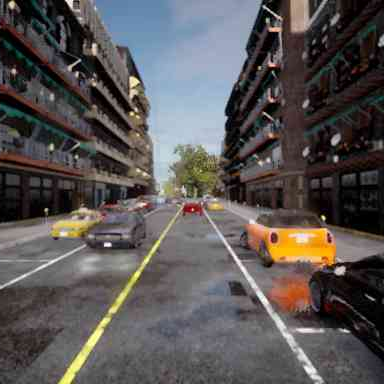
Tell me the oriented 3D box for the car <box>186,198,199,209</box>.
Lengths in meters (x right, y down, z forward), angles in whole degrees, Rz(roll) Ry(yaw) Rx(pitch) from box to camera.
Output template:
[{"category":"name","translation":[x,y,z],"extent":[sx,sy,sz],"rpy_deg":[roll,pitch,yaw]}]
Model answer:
[{"category":"car","translation":[0.057,1.575,47.682],"extent":[1.812,1.442,4.674],"rpy_deg":[0,0,1]}]

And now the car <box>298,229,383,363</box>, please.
[{"category":"car","translation":[3.148,1.530,4.535],"extent":[1.812,1.442,4.674],"rpy_deg":[0,0,0]}]

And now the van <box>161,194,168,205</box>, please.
[{"category":"van","translation":[-5.677,1.409,62.598],"extent":[1.690,1.788,3.998],"rpy_deg":[1,0,0]}]

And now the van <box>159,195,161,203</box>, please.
[{"category":"van","translation":[-5.676,1.388,45.613],"extent":[1.690,1.788,3.998],"rpy_deg":[1,0,0]}]

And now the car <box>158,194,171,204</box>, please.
[{"category":"car","translation":[-5.676,1.391,68.259],"extent":[2.192,1.841,5.009],"rpy_deg":[1,0,0]}]

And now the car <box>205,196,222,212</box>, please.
[{"category":"car","translation":[2.702,1.566,40.083],"extent":[1.752,1.417,4.829],"rpy_deg":[1,0,0]}]

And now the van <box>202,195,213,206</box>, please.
[{"category":"van","translation":[2.690,1.402,56.898],"extent":[1.690,1.788,3.998],"rpy_deg":[1,0,0]}]

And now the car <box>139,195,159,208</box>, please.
[{"category":"car","translation":[-5.676,1.355,39.952],"extent":[2.192,1.841,5.009],"rpy_deg":[1,0,0]}]

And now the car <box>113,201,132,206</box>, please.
[{"category":"car","translation":[-5.679,1.566,22.965],"extent":[1.887,1.381,4.507],"rpy_deg":[1,0,0]}]

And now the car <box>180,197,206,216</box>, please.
[{"category":"car","translation":[0.083,1.510,32.896],"extent":[1.882,1.535,5.008],"rpy_deg":[0,0,0]}]

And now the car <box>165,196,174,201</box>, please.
[{"category":"car","translation":[-5.681,1.653,85.245],"extent":[2.008,1.369,4.403],"rpy_deg":[1,0,0]}]

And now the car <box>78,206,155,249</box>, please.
[{"category":"car","translation":[-3.102,1.561,14.908],"extent":[2.033,1.411,5.357],"rpy_deg":[0,0,0]}]

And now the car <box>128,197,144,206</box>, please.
[{"category":"car","translation":[-5.678,1.468,28.628],"extent":[1.967,1.590,4.097],"rpy_deg":[1,0,0]}]

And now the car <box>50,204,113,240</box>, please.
[{"category":"car","translation":[-5.680,1.541,17.135],"extent":[1.752,1.417,4.829],"rpy_deg":[1,0,0]}]

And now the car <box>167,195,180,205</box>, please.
[{"category":"car","translation":[-3.001,1.611,60.212],"extent":[1.812,1.442,4.674],"rpy_deg":[0,0,0]}]

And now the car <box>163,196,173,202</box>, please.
[{"category":"car","translation":[-5.681,1.659,79.583],"extent":[1.947,1.339,4.313],"rpy_deg":[1,0,0]}]

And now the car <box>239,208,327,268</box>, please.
[{"category":"car","translation":[3.112,1.362,11.506],"extent":[2.097,1.767,4.553],"rpy_deg":[0,0,0]}]
